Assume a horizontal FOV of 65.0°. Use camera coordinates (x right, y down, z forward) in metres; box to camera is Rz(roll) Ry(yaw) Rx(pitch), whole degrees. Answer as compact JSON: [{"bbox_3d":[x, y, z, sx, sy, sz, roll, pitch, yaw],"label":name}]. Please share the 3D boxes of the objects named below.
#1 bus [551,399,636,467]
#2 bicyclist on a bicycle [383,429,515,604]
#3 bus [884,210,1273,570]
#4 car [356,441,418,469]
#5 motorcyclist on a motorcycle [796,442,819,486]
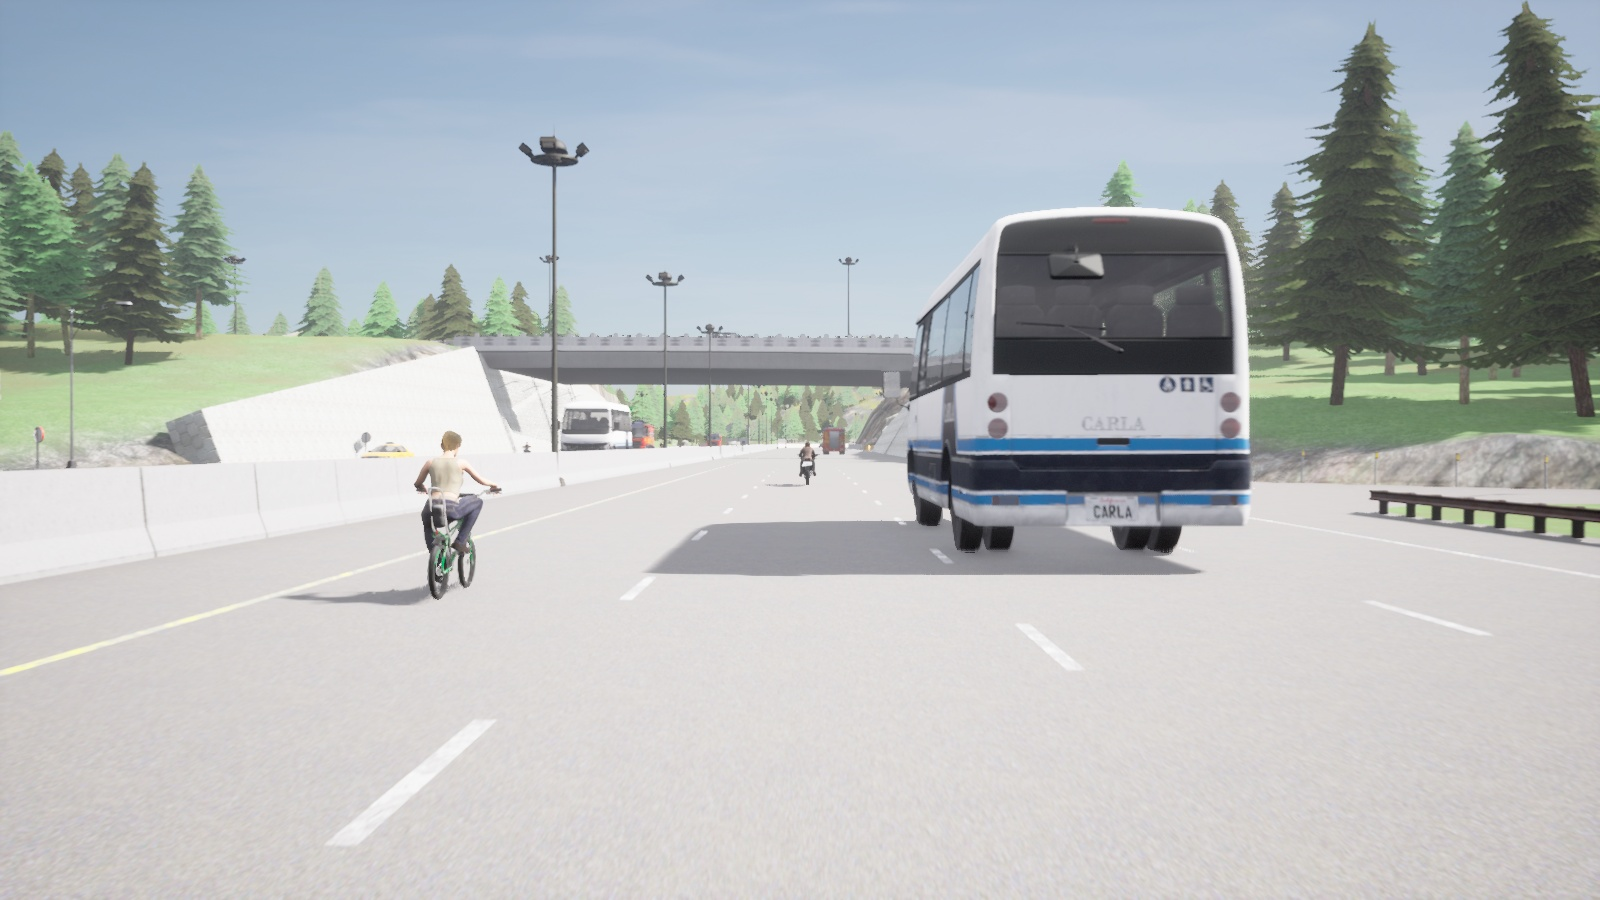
[{"bbox_3d":[-13.511,-1.110,83.224,3.944,4.253,10.273,0,0,0],"label":"bus"},{"bbox_3d":[-3.419,0.610,12.372,0.866,1.612,1.509,0,0,1],"label":"bicyclist on a bicycle"},{"bbox_3d":[3.630,-0.740,19.968,3.944,4.253,10.273,0,0,0],"label":"bus"},{"bbox_3d":[-24.078,0.253,73.399,1.801,1.575,5.366,0,0,1],"label":"car"},{"bbox_3d":[0.267,0.479,44.308,0.797,1.523,2.044,0,0,0],"label":"motorcyclist on a motorcycle"}]
